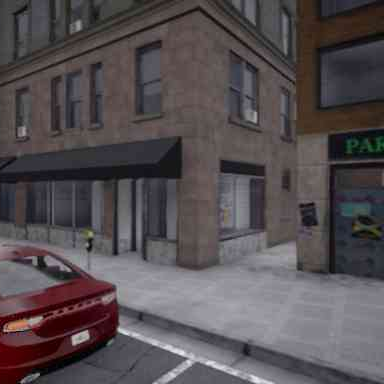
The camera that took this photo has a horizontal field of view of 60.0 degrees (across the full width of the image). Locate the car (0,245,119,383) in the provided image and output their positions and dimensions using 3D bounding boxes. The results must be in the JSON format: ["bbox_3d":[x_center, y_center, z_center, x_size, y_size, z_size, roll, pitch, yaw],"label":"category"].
[{"bbox_3d":[-3.072,1.496,5.084,4.507,1.381,1.887,1,0,36],"label":"car"}]
